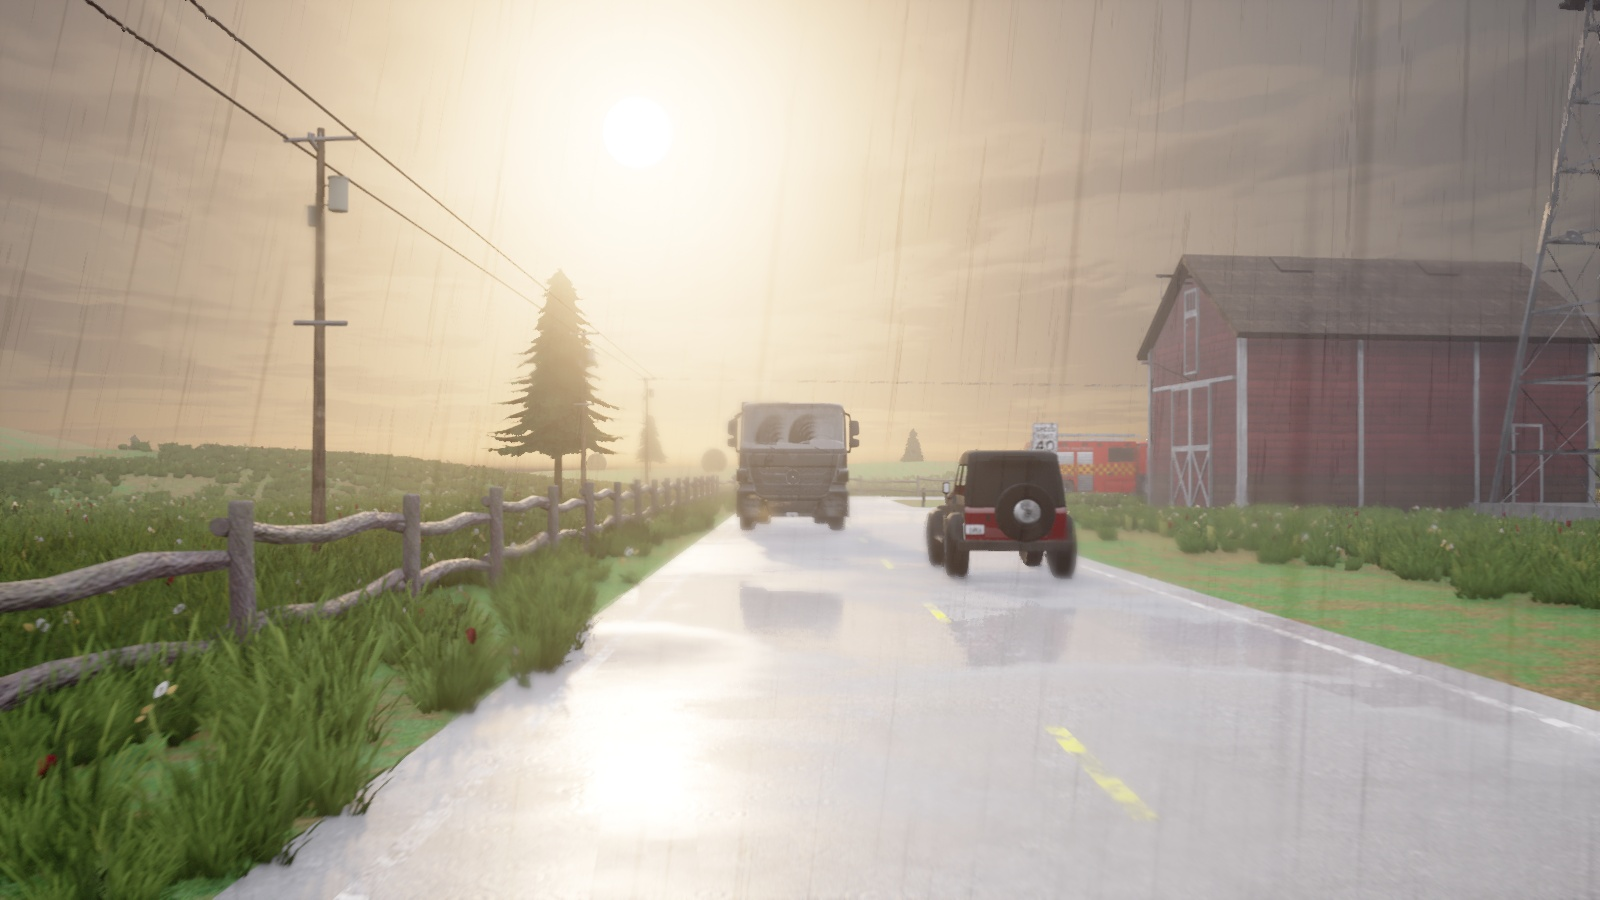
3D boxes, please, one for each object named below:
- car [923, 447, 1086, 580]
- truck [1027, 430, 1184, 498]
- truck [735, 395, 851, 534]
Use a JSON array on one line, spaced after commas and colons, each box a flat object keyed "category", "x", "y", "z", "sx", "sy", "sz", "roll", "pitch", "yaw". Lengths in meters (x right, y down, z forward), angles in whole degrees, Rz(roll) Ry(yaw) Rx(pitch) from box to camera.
[{"category": "car", "x": 3.094, "y": 0.931, "z": 19.755, "sx": 1.905, "sy": 1.878, "sz": 3.866, "roll": 0, "pitch": -1, "yaw": 0}, {"category": "truck", "x": 17.830, "y": 0.818, "z": 73.560, "sx": 8.468, "sy": 3.827, "sz": 2.891, "roll": 0, "pitch": -1, "yaw": -4}, {"category": "truck", "x": -0.195, "y": 0.430, "z": 35.385, "sx": 2.891, "sy": 3.462, "sz": 7.936, "roll": 0, "pitch": -1, "yaw": 0}]
